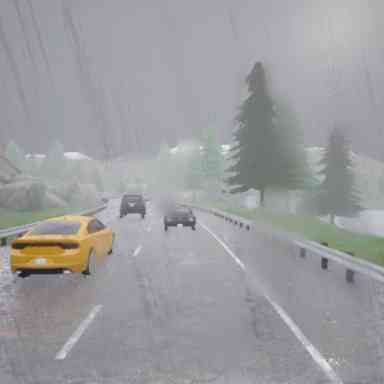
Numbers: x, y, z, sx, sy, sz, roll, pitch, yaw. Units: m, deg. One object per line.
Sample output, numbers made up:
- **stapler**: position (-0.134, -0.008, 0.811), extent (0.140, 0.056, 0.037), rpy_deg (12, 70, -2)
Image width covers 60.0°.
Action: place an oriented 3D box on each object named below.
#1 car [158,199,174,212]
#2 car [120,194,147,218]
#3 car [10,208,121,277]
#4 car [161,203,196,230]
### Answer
- **car**: position (-3.060, 1.550, 39.402), extent (2.033, 1.411, 5.357), rpy_deg (0, 0, -9)
- **car**: position (-5.328, 1.225, 30.468), extent (2.150, 2.045, 5.566), rpy_deg (0, 0, -6)
- **car**: position (-3.684, 1.480, 10.358), extent (1.882, 1.535, 5.008), rpy_deg (0, 0, -2)
- **car**: position (-0.859, 1.602, 21.144), extent (1.895, 1.301, 4.718), rpy_deg (0, 0, -5)
